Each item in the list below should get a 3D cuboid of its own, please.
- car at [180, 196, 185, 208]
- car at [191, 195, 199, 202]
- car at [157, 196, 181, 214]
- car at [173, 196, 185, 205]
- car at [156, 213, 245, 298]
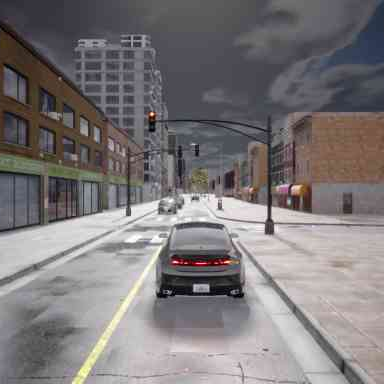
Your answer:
[{"bbox_3d":[-2.424,1.348,45.146,2.097,1.767,4.553,0,0,1],"label":"car"},{"bbox_3d":[0.724,1.465,75.097,1.837,1.490,4.892,0,0,1],"label":"car"},{"bbox_3d":[-2.527,1.492,35.141,2.128,1.511,4.902,0,0,0],"label":"car"},{"bbox_3d":[-2.279,1.464,58.136,1.882,1.535,5.008,0,0,1],"label":"car"},{"bbox_3d":[0.174,1.505,8.485,1.837,1.490,4.892,0,0,0],"label":"car"}]
